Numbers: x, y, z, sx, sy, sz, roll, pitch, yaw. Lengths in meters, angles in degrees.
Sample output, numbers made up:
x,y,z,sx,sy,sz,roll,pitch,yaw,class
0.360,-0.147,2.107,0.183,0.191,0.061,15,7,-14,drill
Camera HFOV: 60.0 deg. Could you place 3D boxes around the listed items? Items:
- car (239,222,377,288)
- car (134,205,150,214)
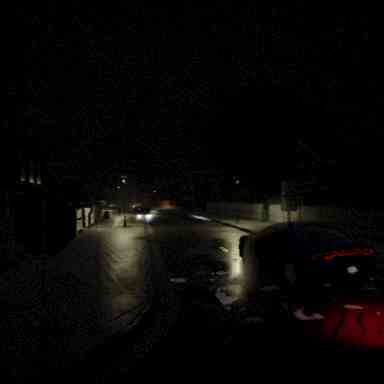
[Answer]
x,y,z,sx,sy,sz,roll,pitch,yaw,class
2.993,1.632,9.808,1.882,1.535,5.008,-3,-1,-14,car
-7.437,2.520,49.493,1.895,1.301,4.718,0,-1,-18,car
